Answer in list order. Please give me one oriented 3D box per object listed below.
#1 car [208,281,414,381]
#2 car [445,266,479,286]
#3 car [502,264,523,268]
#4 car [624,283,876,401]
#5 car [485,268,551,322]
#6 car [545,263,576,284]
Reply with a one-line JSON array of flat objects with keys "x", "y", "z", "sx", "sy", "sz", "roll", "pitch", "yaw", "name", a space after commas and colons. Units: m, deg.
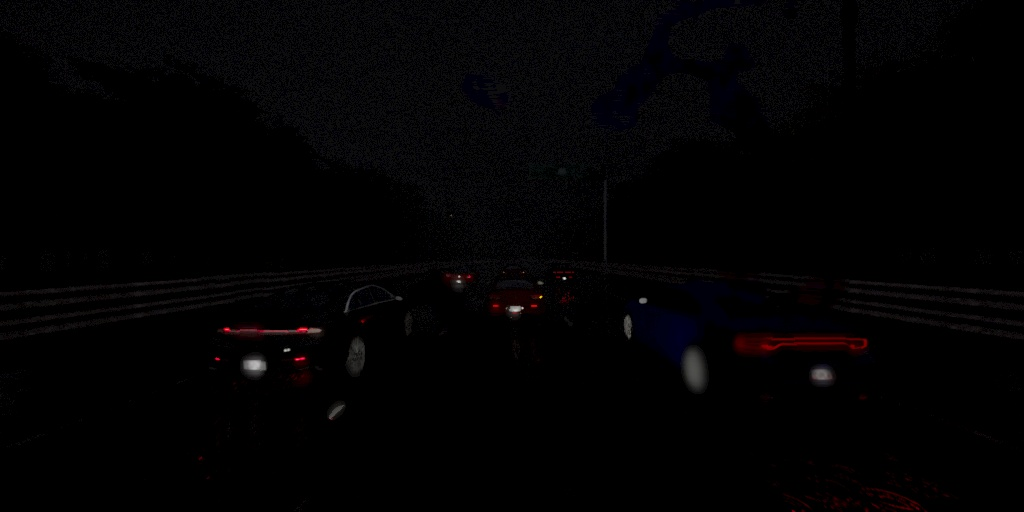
[{"x": -3.400, "y": 1.246, "z": 7.178, "sx": 2.128, "sy": 1.511, "sz": 4.902, "roll": 0, "pitch": 0, "yaw": 0, "name": "car"}, {"x": -3.395, "y": 1.380, "z": 25.448, "sx": 1.895, "sy": 1.301, "sz": 4.718, "roll": 0, "pitch": 0, "yaw": 0, "name": "car"}, {"x": 0.106, "y": 1.309, "z": 27.947, "sx": 1.812, "sy": 1.442, "sz": 4.674, "roll": 0, "pitch": 0, "yaw": 0, "name": "car"}, {"x": 3.600, "y": 1.232, "z": 6.630, "sx": 1.882, "sy": 1.535, "sz": 5.008, "roll": 0, "pitch": 0, "yaw": 0, "name": "car"}, {"x": 0.088, "y": 1.286, "z": 12.168, "sx": 1.812, "sy": 1.442, "sz": 4.674, "roll": 0, "pitch": 0, "yaw": 0, "name": "car"}, {"x": 3.605, "y": 1.286, "z": 27.036, "sx": 1.837, "sy": 1.490, "sz": 4.892, "roll": 0, "pitch": 0, "yaw": 0, "name": "car"}]
